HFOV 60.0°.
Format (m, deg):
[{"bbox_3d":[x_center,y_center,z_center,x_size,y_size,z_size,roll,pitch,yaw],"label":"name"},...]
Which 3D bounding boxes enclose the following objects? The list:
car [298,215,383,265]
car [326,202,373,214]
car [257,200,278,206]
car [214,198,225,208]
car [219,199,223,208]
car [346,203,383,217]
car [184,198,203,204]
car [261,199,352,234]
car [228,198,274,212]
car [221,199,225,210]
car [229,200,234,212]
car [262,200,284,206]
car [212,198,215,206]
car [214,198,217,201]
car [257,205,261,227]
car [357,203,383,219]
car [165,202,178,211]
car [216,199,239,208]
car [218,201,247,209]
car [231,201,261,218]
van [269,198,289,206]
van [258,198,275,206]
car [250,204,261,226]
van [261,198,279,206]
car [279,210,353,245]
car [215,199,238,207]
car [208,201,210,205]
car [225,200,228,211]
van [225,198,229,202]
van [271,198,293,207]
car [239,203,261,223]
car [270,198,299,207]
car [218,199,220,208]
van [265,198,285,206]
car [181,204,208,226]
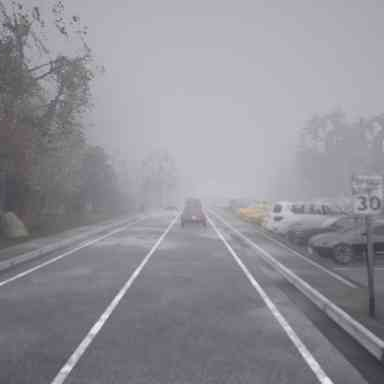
[{"bbox_3d":[6.769,1.774,12.313,4.792,1.488,2.163,0,0,0],"label":"car"},{"bbox_3d":[20.133,2.023,42.664,5.008,1.535,2.097,0,-1,0],"label":"car"},{"bbox_3d":[20.331,2.899,89.727,5.366,1.575,1.946,0,-2,0],"label":"car"},{"bbox_3d":[6.978,2.255,56.718,5.366,1.575,1.946,0,-1,0],"label":"car"},{"bbox_3d":[7.089,2.198,51.165,4.792,1.488,2.163,0,-1,0],"label":"car"},{"bbox_3d":[20.112,1.971,37.126,4.792,1.488,2.163,0,-1,0],"label":"car"},{"bbox_3d":[0.183,1.787,43.675,2.150,2.045,5.566,0,-1,1],"label":"car"},{"bbox_3d":[6.872,1.535,17.866,5.566,2.045,2.435,0,0,0],"label":"car"},{"bbox_3d":[7.058,1.865,40.066,4.553,1.767,2.185,0,-1,0],"label":"car"},{"bbox_3d":[7.066,2.153,48.389,4.792,1.488,2.163,0,-1,0],"label":"car"},{"bbox_3d":[6.998,1.953,37.285,4.892,1.521,2.231,0,-1,0],"label":"car"},{"bbox_3d":[20.475,2.723,84.190,5.008,1.535,2.097,0,-2,0],"label":"car"},{"bbox_3d":[7.047,2.390,65.045,5.366,1.575,1.946,0,-1,0],"label":"car"},{"bbox_3d":[7.203,2.349,62.268,4.892,1.521,2.231,0,-1,0],"label":"car"},{"bbox_3d":[7.052,1.804,20.639,5.366,1.575,1.946,0,0,0],"label":"car"},{"bbox_3d":[20.090,1.940,34.487,4.792,1.488,2.163,0,-1,0],"label":"car"},{"bbox_3d":[-3.199,2.247,52.718,2.033,1.411,5.357,0,-1,1],"label":"car"},{"bbox_3d":[7.224,2.312,67.822,4.553,1.767,2.185,0,-1,0],"label":"car"},{"bbox_3d":[7.193,2.304,59.492,4.892,1.521,2.231,0,-1,0],"label":"car"},{"bbox_3d":[6.774,1.891,31.867,5.366,1.575,1.946,0,0,0],"label":"car"},{"bbox_3d":[20.541,2.381,78.673,4.442,1.987,1.878,0,-1,0],"label":"van"},{"bbox_3d":[20.655,2.765,92.502,4.442,1.987,1.878,0,-2,0],"label":"van"},{"bbox_3d":[6.896,1.829,23.417,4.892,1.521,2.231,0,0,0],"label":"car"},{"bbox_3d":[20.376,2.586,86.967,4.442,1.987,1.878,0,-2,0],"label":"van"},{"bbox_3d":[6.827,1.765,15.089,5.008,1.535,2.097,0,0,0],"label":"car"},{"bbox_3d":[7.246,2.357,70.597,4.553,1.767,2.185,0,-1,0],"label":"car"},{"bbox_3d":[7.397,2.412,81.702,5.566,2.045,2.435,0,-1,0],"label":"car"},{"bbox_3d":[7.079,2.063,42.837,4.792,1.488,2.163,0,-1,0],"label":"car"},{"bbox_3d":[7.189,1.852,45.616,4.442,1.987,1.878,0,-1,0],"label":"van"},{"bbox_3d":[20.519,2.338,76.029,4.442,1.987,1.878,0,-1,0],"label":"van"},{"bbox_3d":[6.727,1.846,26.194,5.366,1.575,1.946,0,0,0],"label":"car"},{"bbox_3d":[20.351,2.267,73.260,5.566,2.045,2.435,0,-1,0],"label":"car"},{"bbox_3d":[7.112,2.243,53.940,4.792,1.488,2.163,0,-1,0],"label":"car"},{"bbox_3d":[20.332,2.428,81.578,4.442,1.987,1.878,0,-1,0],"label":"van"},{"bbox_3d":[0.121,1.897,26.704,1.994,1.385,4.181,0,-1,0],"label":"car"}]
